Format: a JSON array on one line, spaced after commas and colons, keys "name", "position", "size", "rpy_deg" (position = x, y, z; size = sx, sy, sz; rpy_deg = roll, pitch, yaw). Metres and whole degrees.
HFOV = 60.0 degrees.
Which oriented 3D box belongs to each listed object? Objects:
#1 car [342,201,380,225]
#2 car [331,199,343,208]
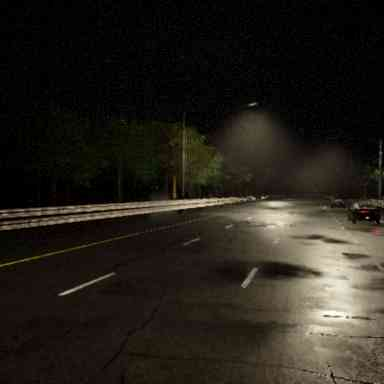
[{"name": "car", "position": [13.287, 1.632, 25.898], "size": [2.128, 1.511, 4.902], "rpy_deg": [1, 0, 20]}, {"name": "car", "position": [23.076, 1.801, 52.494], "size": [1.994, 1.385, 4.181], "rpy_deg": [1, 0, 23]}]
